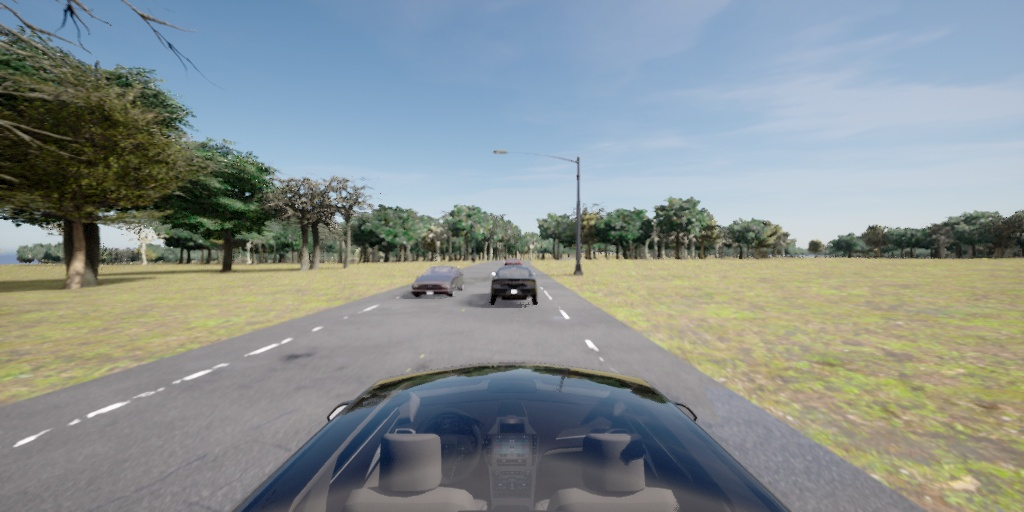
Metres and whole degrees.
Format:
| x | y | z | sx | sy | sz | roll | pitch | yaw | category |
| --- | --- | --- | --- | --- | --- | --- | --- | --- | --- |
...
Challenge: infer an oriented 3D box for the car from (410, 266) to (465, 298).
| x | y | z | sx | sy | sz | roll | pitch | yaw | category |
| --- | --- | --- | --- | --- | --- | --- | --- | --- | --- |
| -3.528 | 1.198 | 18.129 | 2.033 | 1.411 | 5.357 | 0 | 0 | 1 | car |

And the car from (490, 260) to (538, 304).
| x | y | z | sx | sy | sz | roll | pitch | yaw | category |
| --- | --- | --- | --- | --- | --- | --- | --- | --- | --- |
| 0.085 | 1.147 | 15.897 | 1.882 | 1.535 | 5.008 | 0 | 1 | 0 | car |

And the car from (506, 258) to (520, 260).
| x | y | z | sx | sy | sz | roll | pitch | yaw | category |
| --- | --- | --- | --- | --- | --- | --- | --- | --- | --- |
| 0.103 | 0.969 | 36.907 | 1.882 | 1.535 | 5.008 | 0 | 1 | 0 | car |
